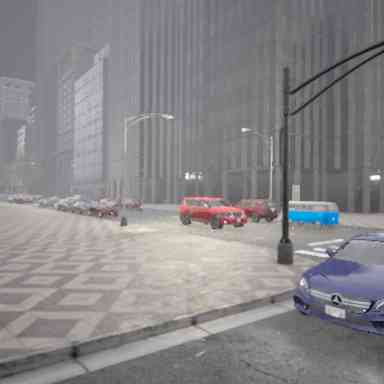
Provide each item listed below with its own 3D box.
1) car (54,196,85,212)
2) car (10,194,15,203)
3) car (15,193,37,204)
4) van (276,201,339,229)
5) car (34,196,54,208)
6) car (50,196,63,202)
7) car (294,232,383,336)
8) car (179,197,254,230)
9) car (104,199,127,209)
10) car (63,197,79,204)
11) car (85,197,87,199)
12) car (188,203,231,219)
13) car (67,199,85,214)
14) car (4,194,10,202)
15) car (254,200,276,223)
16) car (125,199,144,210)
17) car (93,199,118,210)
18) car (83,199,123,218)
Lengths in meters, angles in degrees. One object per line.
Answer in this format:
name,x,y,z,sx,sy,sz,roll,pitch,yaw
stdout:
car,-15.288,1.576,41.240,1.967,1.590,4.097,1,0,-36
car,-35.308,1.395,68.519,2.192,1.841,5.009,1,0,-36
car,-31.971,1.409,63.972,2.192,1.841,5.009,1,0,-36
van,8.288,1.586,23.532,1.690,1.788,3.998,1,0,-36
car,-21.962,1.676,50.331,2.008,1.369,4.403,1,0,-36
car,-31.878,1.678,78.261,1.752,1.417,4.829,1,0,-35
car,3.892,1.597,6.681,4.674,1.442,1.812,1,0,-43
car,1.294,1.402,22.990,2.150,2.045,5.566,1,0,-36
car,-11.740,1.803,50.811,1.802,1.307,4.206,1,0,-36
car,-25.189,1.709,69.137,1.752,1.417,4.829,1,0,-36
car,-14.428,1.709,44.500,2.033,1.411,5.357,1,0,-36
car,1.610,1.804,32.625,1.947,1.339,4.313,1,0,-36
car,-11.952,1.722,36.693,1.802,1.307,4.206,1,0,-36
car,-41.860,1.574,77.440,1.752,1.417,4.829,1,0,-35
car,4.950,1.558,28.079,2.192,1.841,5.009,1,0,-36
car,-8.400,1.666,46.265,1.967,1.590,4.097,1,0,-36
car,-12.275,1.720,46.798,1.812,1.442,4.674,1,0,-36
car,-8.614,1.689,32.147,1.887,1.381,4.507,1,0,-36
